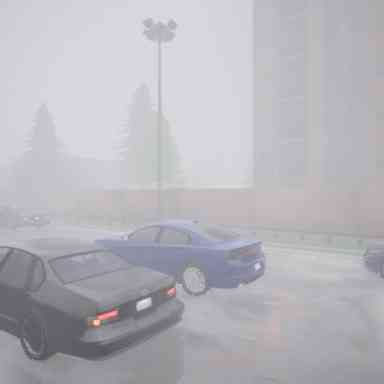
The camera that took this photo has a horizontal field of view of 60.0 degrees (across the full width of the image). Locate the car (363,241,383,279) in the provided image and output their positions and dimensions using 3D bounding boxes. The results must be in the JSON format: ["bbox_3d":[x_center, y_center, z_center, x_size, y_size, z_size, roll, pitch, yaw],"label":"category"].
[{"bbox_3d":[6.657,1.526,7.826,4.674,1.442,1.812,0,0,35],"label":"car"}]

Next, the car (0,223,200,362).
[{"bbox_3d":[-2.686,1.548,5.909,5.357,1.411,2.033,0,0,36],"label":"car"}]

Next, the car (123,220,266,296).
[{"bbox_3d":[-0.582,1.478,8.708,5.008,1.535,1.882,0,0,36],"label":"car"}]

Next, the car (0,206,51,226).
[{"bbox_3d":[-10.830,1.550,20.318,5.357,1.411,2.033,0,0,36],"label":"car"}]
